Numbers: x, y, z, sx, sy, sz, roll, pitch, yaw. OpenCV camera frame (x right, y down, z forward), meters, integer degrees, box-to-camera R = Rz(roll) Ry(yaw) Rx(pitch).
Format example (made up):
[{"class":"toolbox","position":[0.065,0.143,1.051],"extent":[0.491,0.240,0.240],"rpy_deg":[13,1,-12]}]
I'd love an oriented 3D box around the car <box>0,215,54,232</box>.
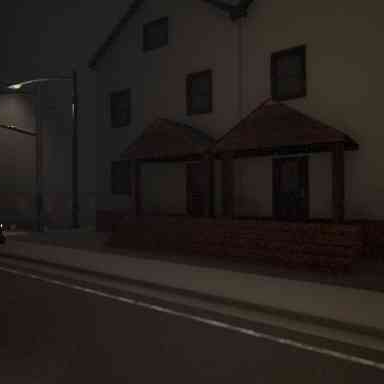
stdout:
[{"class":"car","position":[-14.767,2.793,29.556],"extent":[1.837,1.490,4.892],"rpy_deg":[-1,-9,36]}]
